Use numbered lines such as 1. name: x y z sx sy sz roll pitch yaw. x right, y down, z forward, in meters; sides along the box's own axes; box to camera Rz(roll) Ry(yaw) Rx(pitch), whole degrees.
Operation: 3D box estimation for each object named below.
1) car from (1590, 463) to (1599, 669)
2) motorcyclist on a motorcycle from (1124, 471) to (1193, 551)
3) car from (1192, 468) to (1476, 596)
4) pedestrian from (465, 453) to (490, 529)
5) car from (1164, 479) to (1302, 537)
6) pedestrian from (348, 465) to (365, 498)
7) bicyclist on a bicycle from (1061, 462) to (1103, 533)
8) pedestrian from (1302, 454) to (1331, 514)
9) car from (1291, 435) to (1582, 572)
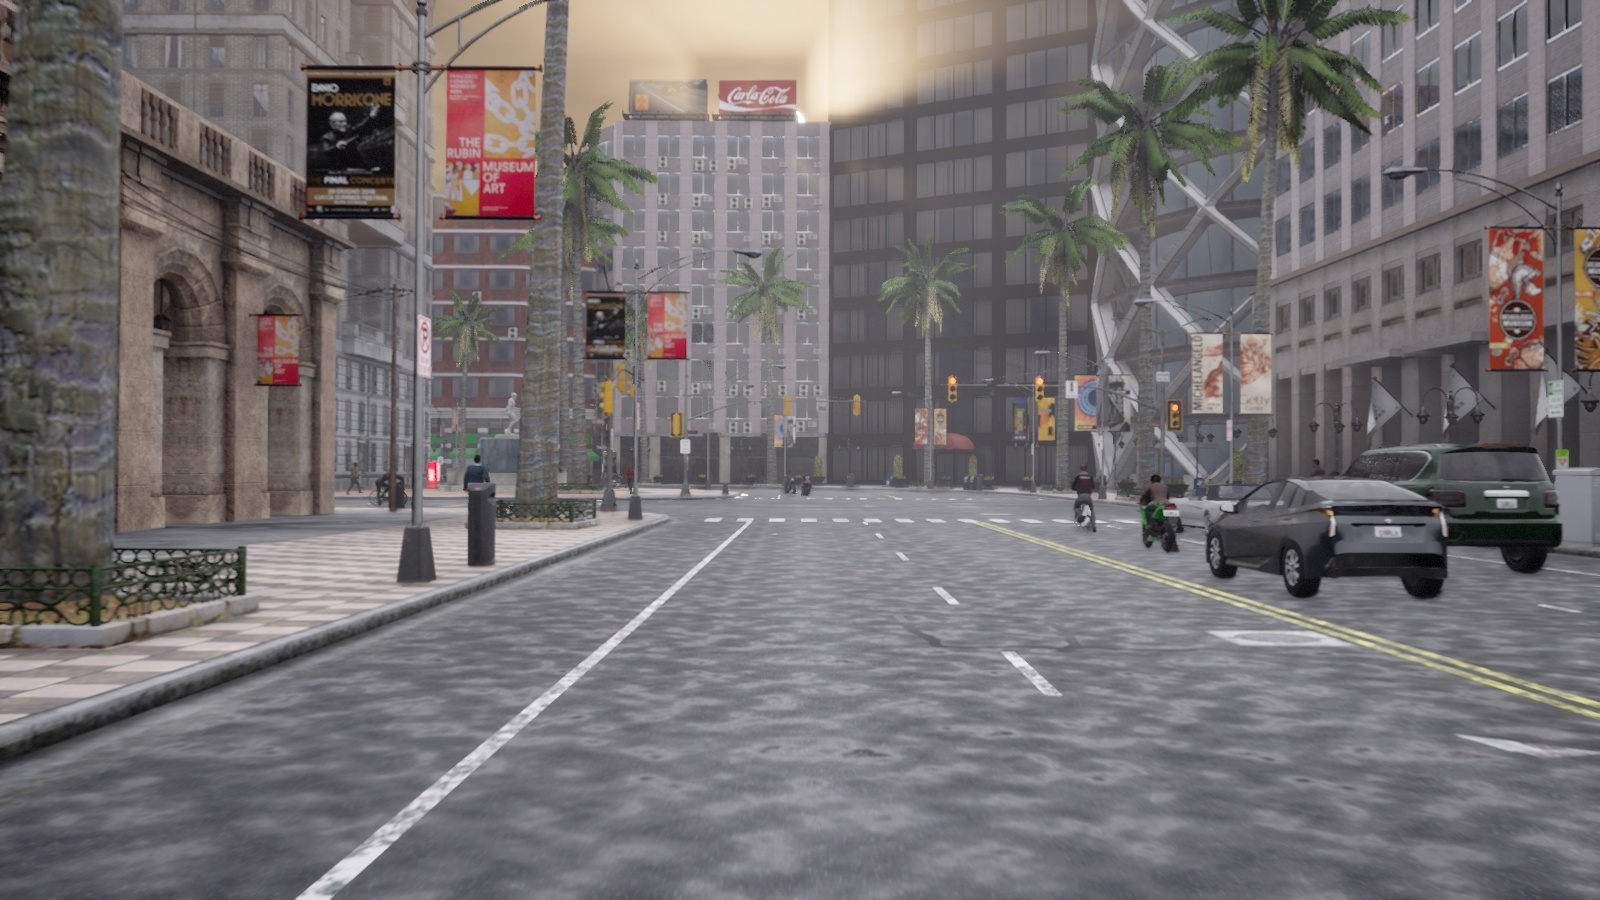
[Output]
1. car: 7.018 0.844 7.046 1.801 1.575 5.366 0 -1 0
2. motorcyclist on a motorcycle: 7.158 1.190 25.192 0.797 1.523 2.044 0 -1 0
3. car: 7.107 1.023 17.331 2.007 1.525 4.514 0 -1 0
4. pedestrian: -8.344 1.049 32.494 0.423 1.949 0.788 0 -1 3
5. car: 10.687 1.398 31.376 1.895 1.301 4.718 0 -1 1
6. pedestrian: -24.284 1.719 68.764 0.709 1.840 0.431 0 -1 5
7. bicyclist on a bicycle: 7.207 1.195 32.153 0.659 1.776 1.843 0 -1 0
8. pedestrian: 16.177 1.065 39.313 0.431 1.840 0.703 0 -1 -33
9. car: 10.639 0.853 21.618 2.150 2.045 5.566 0 -1 0
